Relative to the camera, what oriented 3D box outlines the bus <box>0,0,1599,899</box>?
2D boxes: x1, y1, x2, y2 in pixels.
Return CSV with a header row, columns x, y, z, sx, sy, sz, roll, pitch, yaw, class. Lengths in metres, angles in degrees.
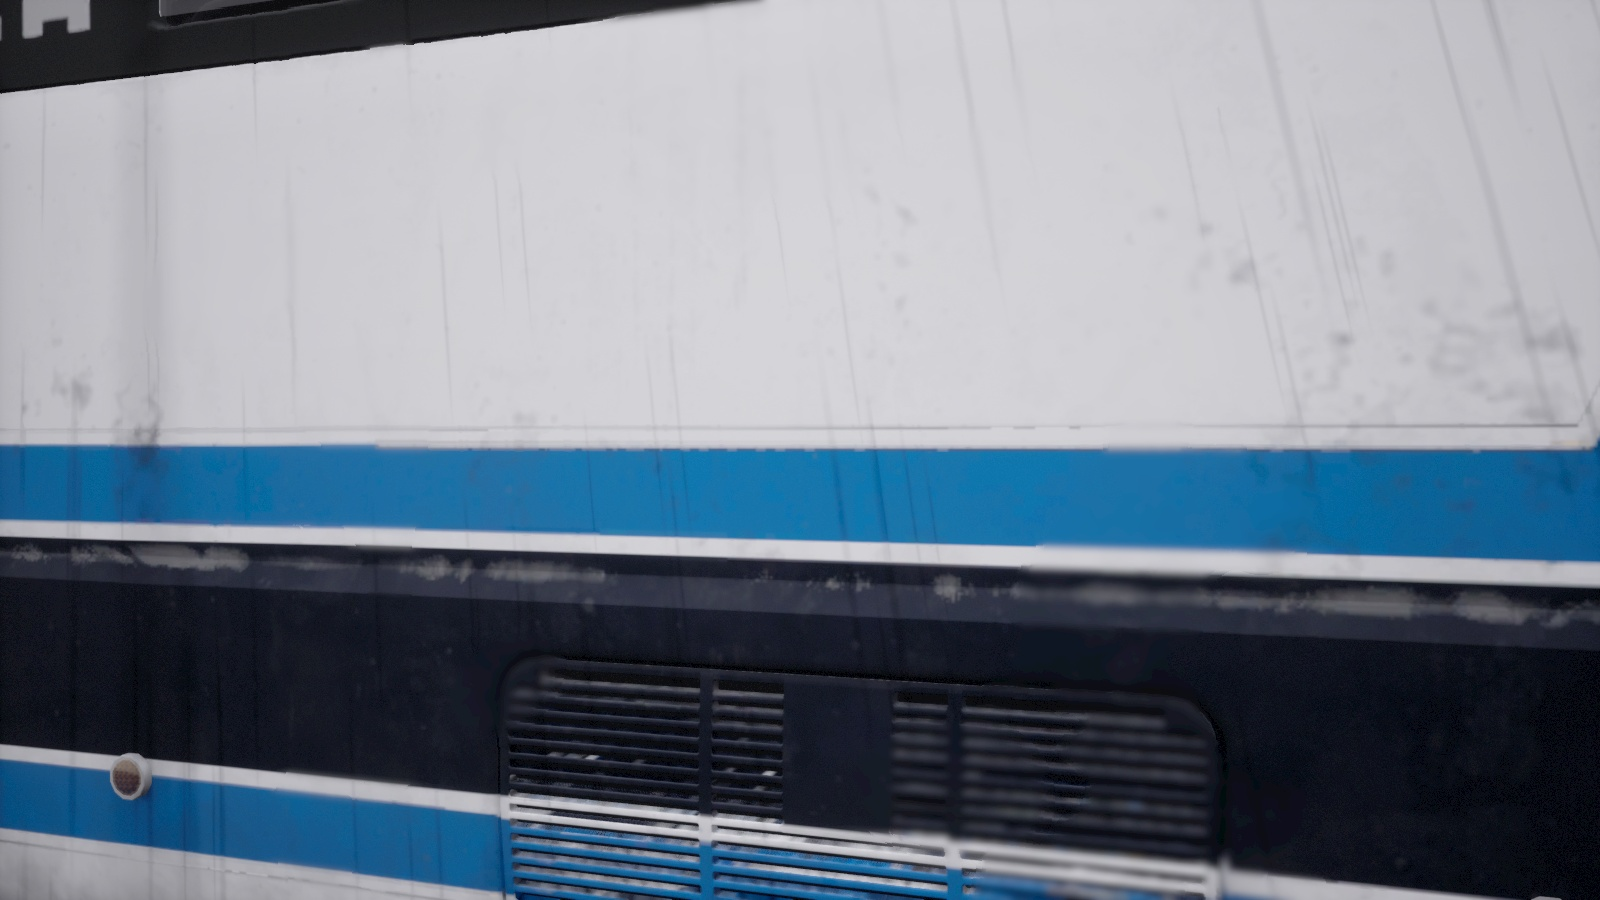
x,y,z,sx,sy,sz,roll,pitch,yaw,class
-0.127,-0.610,3.748,10.273,4.253,3.944,1,1,19,bus
